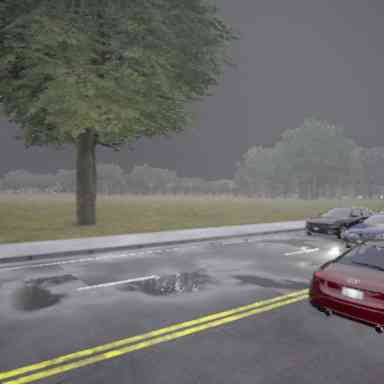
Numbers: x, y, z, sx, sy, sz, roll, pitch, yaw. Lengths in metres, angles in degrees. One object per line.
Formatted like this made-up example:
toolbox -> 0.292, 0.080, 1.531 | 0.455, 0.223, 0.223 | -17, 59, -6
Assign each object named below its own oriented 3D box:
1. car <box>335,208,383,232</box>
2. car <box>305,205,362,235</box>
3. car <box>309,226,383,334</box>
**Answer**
car -> 8.000, 1.531, 13.377 | 4.674, 1.442, 1.812 | 0, 0, -35
car -> 7.955, 1.484, 17.336 | 5.008, 1.535, 1.882 | 0, 0, -35
car -> 4.165, 1.565, 6.407 | 4.181, 1.385, 1.994 | 0, 0, -35
